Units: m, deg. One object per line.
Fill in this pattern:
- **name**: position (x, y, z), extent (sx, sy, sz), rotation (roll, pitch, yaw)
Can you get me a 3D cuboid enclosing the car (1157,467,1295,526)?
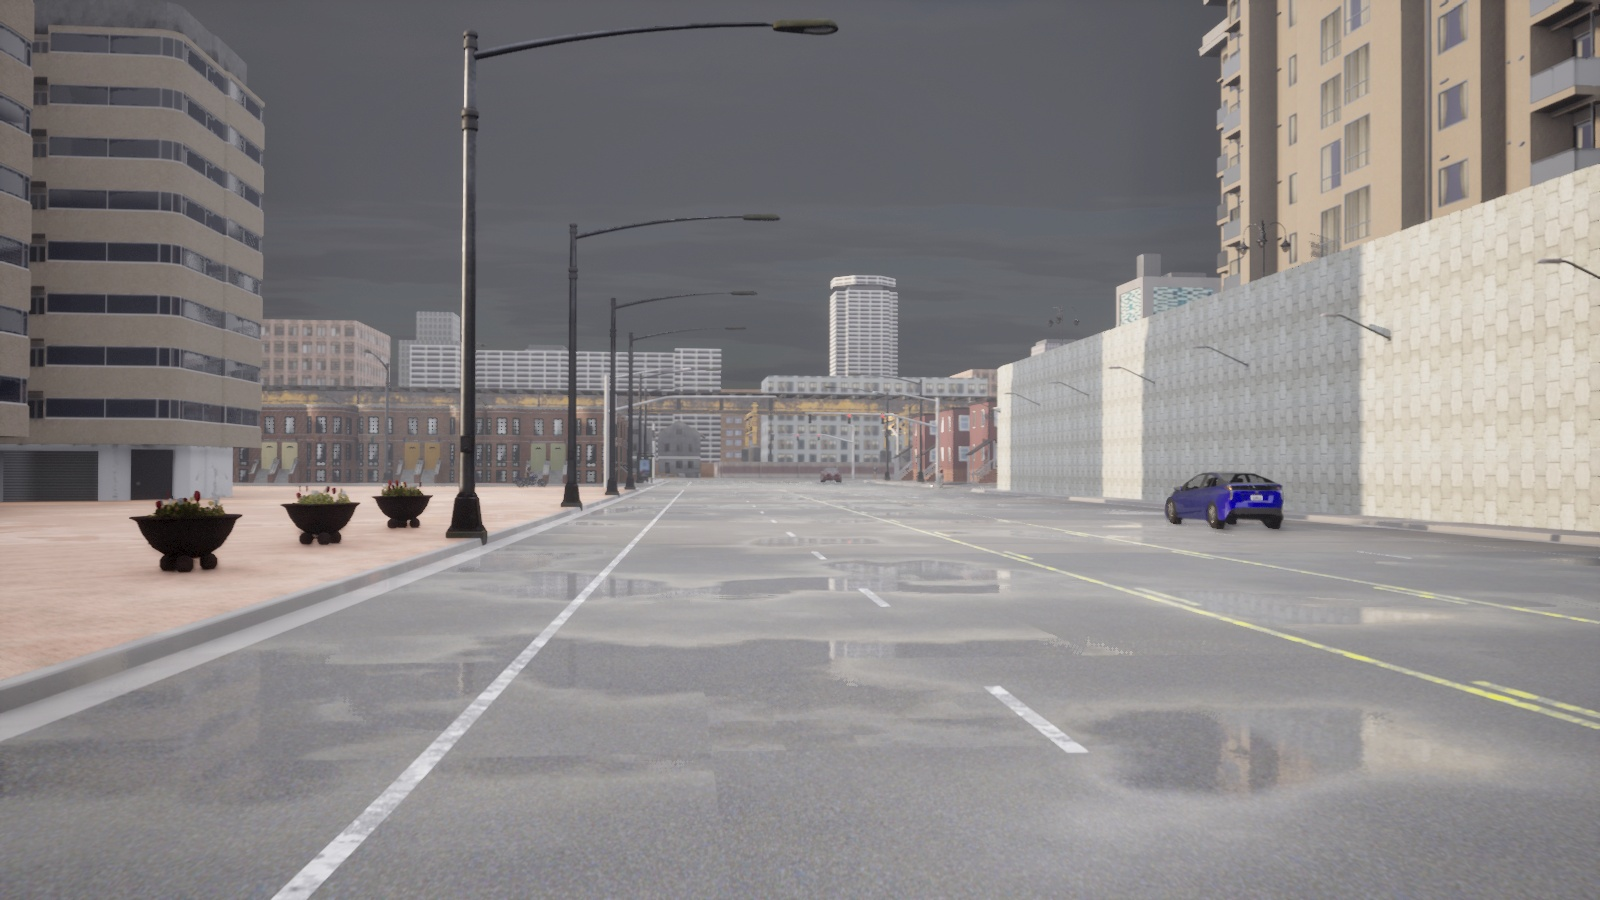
- **car**: position (11.683, 1.232, 34.815), extent (2.007, 1.525, 4.514), rotation (0, -1, -4)
